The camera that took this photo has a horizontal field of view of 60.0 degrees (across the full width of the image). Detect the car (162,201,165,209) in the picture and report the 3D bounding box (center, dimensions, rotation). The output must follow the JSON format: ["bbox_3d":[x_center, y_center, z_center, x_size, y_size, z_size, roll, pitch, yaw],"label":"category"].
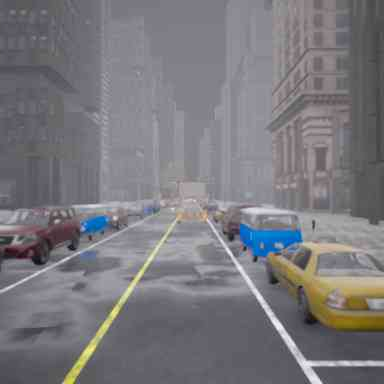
[{"bbox_3d":[-5.762,2.230,51.182,1.887,1.381,4.507,0,-1,0],"label":"car"}]

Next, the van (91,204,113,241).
[{"bbox_3d":[-5.760,1.581,18.035,1.690,1.788,3.998,0,-1,0],"label":"van"}]

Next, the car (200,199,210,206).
[{"bbox_3d":[2.784,2.341,56.688,1.802,1.307,4.206,0,-1,0],"label":"car"}]

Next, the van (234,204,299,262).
[{"bbox_3d":[2.771,1.507,12.496,1.690,1.788,3.998,0,-1,0],"label":"van"}]

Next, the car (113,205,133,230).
[{"bbox_3d":[-5.760,1.754,23.558,1.967,1.590,4.097,0,-1,0],"label":"car"}]

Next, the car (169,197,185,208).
[{"bbox_3d":[-3.010,2.231,65.588,2.097,1.767,4.553,0,-1,1],"label":"car"}]

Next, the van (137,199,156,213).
[{"bbox_3d":[-5.761,1.878,40.135,1.690,1.788,3.998,0,-1,0],"label":"van"}]

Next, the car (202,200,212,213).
[{"bbox_3d":[2.780,2.161,45.640,2.008,1.369,4.403,0,-1,0],"label":"car"}]

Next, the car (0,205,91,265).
[{"bbox_3d":[-5.759,1.481,12.510,2.192,1.841,5.009,0,-1,0],"label":"car"}]

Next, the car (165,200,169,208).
[{"bbox_3d":[-5.763,2.357,62.062,1.752,1.417,4.829,0,-1,0],"label":"car"}]

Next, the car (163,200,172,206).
[{"bbox_3d":[-5.764,2.603,78.806,1.887,1.381,4.507,0,-1,0],"label":"car"}]

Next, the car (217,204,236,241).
[{"bbox_3d":[2.772,1.554,18.021,2.192,1.841,5.009,0,-1,0],"label":"car"}]

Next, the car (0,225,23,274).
[{"bbox_3d":[-5.759,1.644,6.982,2.008,1.369,4.403,0,-1,0],"label":"car"}]

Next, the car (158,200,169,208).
[{"bbox_3d":[-5.764,2.453,67.757,1.887,1.381,4.507,0,-1,0],"label":"car"}]

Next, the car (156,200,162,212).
[{"bbox_3d":[-5.761,1.926,45.660,2.192,1.841,5.009,0,-1,0],"label":"car"}]

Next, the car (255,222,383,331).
[{"bbox_3d":[2.768,1.620,7.140,1.752,1.417,4.829,0,-1,0],"label":"car"}]

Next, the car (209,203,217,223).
[{"bbox_3d":[2.775,1.915,29.237,1.752,1.417,4.829,0,-1,0],"label":"car"}]

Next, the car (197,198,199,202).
[{"bbox_3d":[2.791,2.602,78.787,1.887,1.381,4.507,0,-1,0],"label":"car"}]

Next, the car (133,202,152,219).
[{"bbox_3d":[-5.761,2.013,34.607,2.008,1.369,4.403,0,-1,0],"label":"car"}]

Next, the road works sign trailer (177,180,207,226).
[{"bbox_3d":[0.004,0.826,27.119,2.380,3.560,2.880,0,-1,0],"label":"road works sign trailer"}]

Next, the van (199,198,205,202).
[{"bbox_3d":[2.788,2.249,67.741,1.690,1.788,3.998,0,-1,0],"label":"van"}]

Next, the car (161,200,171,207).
[{"bbox_3d":[-5.764,2.528,73.281,1.887,1.381,4.507,0,-1,0],"label":"car"}]
